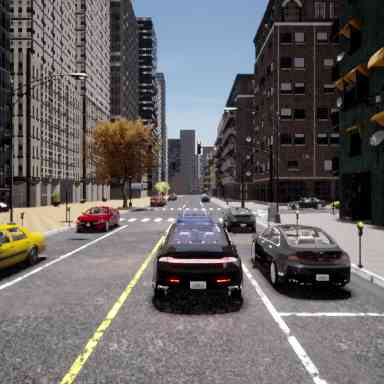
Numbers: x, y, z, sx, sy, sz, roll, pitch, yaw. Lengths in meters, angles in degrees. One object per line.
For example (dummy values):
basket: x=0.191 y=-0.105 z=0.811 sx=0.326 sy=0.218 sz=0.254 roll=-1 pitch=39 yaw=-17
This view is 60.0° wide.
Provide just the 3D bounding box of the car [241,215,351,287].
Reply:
car: x=2.732 y=1.552 z=9.116 sx=2.008 sy=1.369 sz=4.403 roll=0 pitch=0 yaw=0

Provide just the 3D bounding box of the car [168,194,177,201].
car: x=-5.241 y=1.409 z=91.271 sx=2.192 sy=1.841 sz=5.009 roll=0 pitch=0 yaw=0

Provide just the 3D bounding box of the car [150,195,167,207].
car: x=-5.433 y=1.349 z=52.611 sx=2.192 sy=1.841 sz=5.009 roll=0 pitch=0 yaw=0

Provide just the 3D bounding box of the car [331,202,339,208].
car: x=19.017 y=1.259 z=39.562 sx=4.829 sy=1.417 sz=1.752 roll=-1 pitch=1 yaw=0

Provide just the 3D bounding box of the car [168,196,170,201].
car: x=-5.405 y=1.607 z=58.134 sx=1.947 sy=1.339 sz=4.313 roll=0 pitch=0 yaw=0

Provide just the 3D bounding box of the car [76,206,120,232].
car: x=-5.594 y=1.549 z=20.224 sx=1.887 sy=1.381 sz=4.507 roll=0 pitch=0 yaw=0

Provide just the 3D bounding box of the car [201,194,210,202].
car: x=3.058 y=1.630 z=74.660 sx=1.947 sy=1.339 sz=4.313 roll=0 pitch=0 yaw=0

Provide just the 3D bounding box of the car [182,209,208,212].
car: x=0.167 y=1.605 z=18.636 sx=1.895 sy=1.301 sz=4.718 roll=0 pitch=0 yaw=1

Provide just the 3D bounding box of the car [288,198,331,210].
car: x=13.620 y=1.359 z=39.534 sx=4.403 sy=1.369 sz=2.008 roll=-1 pitch=1 yaw=0

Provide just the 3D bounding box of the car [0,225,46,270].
car: x=-5.649 y=1.526 z=8.988 sx=1.752 sy=1.417 sz=4.829 roll=0 pitch=0 yaw=0

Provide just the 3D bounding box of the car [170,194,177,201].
car: x=-5.268 y=1.649 z=85.749 sx=1.947 sy=1.339 sz=4.313 roll=0 pitch=0 yaw=0

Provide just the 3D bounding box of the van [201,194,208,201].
van: x=3.113 y=1.424 z=85.707 sx=1.690 sy=1.788 sz=3.998 roll=0 pitch=0 yaw=0

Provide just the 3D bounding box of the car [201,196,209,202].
car: x=3.086 y=1.598 z=80.353 sx=1.752 sy=1.417 sz=4.829 roll=0 pitch=0 yaw=0

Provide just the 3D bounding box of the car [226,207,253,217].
car: x=2.786 y=1.555 z=20.182 sx=2.008 sy=1.369 sz=4.403 roll=0 pitch=0 yaw=0

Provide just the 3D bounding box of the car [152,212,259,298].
car: x=0.130 y=1.492 z=8.518 sx=2.128 sy=1.511 sz=4.902 roll=0 pitch=0 yaw=0
